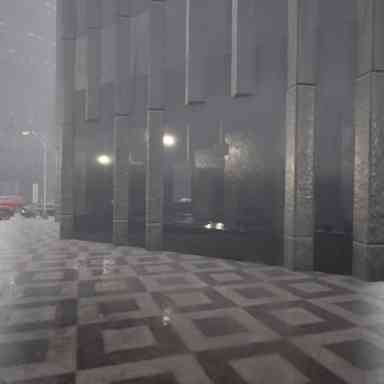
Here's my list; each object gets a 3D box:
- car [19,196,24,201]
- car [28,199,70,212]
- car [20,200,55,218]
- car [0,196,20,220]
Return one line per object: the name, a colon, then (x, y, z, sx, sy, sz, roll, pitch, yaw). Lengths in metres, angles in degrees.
car: (-20.749, 1.353, 36.228, 2.192, 1.841, 5.009, 1, 0, 35)
car: (-17.484, 1.633, 40.828, 1.947, 1.339, 4.313, 1, 0, 35)
car: (-13.810, 1.742, 31.283, 1.947, 1.339, 4.313, 1, 0, 35)
car: (-17.076, 1.463, 26.681, 2.192, 1.841, 5.009, 1, 0, 35)
